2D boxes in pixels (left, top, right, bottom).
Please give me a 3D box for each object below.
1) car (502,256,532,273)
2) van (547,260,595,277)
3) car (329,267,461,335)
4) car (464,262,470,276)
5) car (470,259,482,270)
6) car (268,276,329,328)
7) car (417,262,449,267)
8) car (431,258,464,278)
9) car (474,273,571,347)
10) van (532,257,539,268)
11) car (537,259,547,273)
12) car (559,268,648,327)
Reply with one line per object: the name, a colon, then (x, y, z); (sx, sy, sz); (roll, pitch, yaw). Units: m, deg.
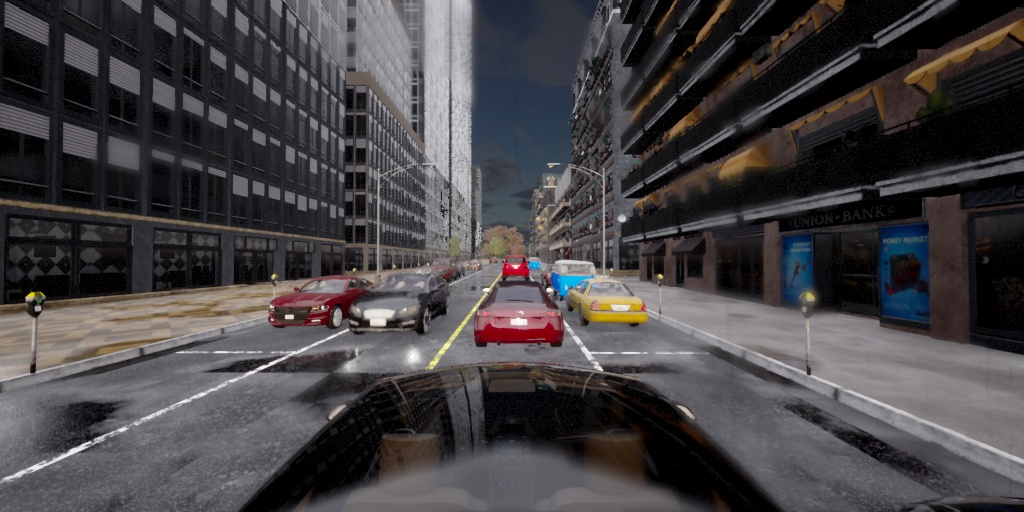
car: (0.318, 0.980, 30.070); (2.150, 2.045, 5.566); (0, 0, 1)
van: (2.809, 1.095, 16.909); (1.690, 1.789, 3.998); (0, 0, 0)
car: (-3.033, 1.244, 10.602); (2.128, 1.511, 4.902); (0, 0, 0)
car: (-5.438, 1.325, 33.939); (1.948, 1.339, 4.313); (0, 0, 0)
car: (-5.305, 1.205, 50.911); (1.967, 1.591, 4.097); (0, 0, 0)
car: (-5.616, 1.298, 11.311); (1.888, 1.381, 4.507); (0, 0, 0)
car: (-5.527, 1.306, 22.625); (2.007, 1.370, 4.403); (0, 0, 0)
car: (-5.483, 1.072, 28.282); (2.192, 1.841, 5.009); (0, 0, 0)
car: (0.157, 1.316, 9.319); (1.994, 1.385, 4.181); (0, 0, 0)
van: (3.076, 1.106, 50.852); (1.690, 1.789, 3.998); (0, 0, 0)
car: (2.853, 1.196, 22.566); (1.967, 1.591, 4.097); (0, 0, 0)
car: (2.766, 1.278, 11.422); (1.751, 1.417, 4.829); (0, 0, 0)
